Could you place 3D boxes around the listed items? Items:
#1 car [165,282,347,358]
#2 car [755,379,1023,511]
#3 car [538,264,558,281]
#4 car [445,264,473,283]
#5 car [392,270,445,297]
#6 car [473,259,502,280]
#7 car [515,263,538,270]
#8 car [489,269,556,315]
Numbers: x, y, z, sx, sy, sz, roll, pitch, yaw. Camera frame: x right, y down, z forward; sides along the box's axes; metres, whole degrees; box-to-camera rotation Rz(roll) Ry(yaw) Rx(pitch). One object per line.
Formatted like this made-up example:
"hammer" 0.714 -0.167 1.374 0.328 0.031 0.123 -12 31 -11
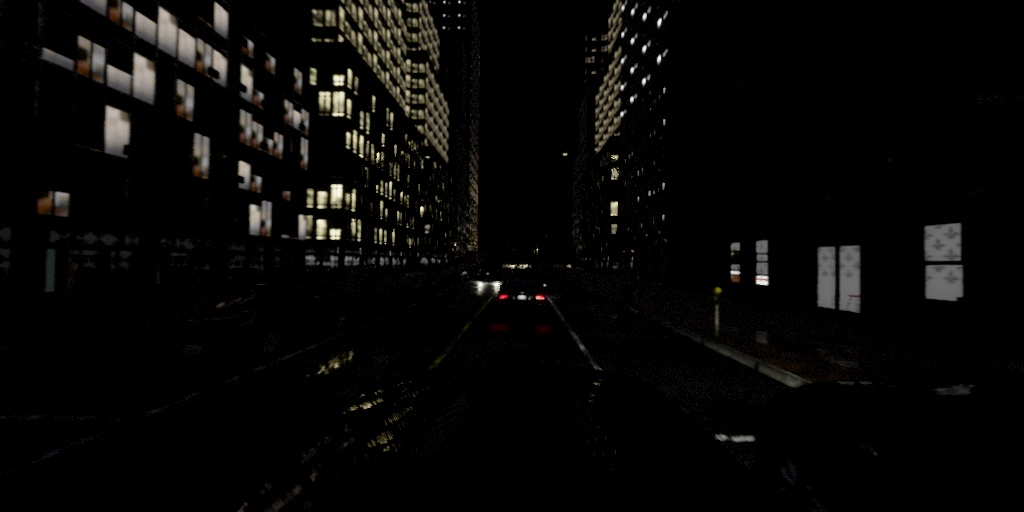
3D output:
"car" -5.578 1.307 8.512 1.948 1.339 4.313 0 0 2
"car" 3.020 1.141 1.081 2.097 1.767 4.553 1 -1 2
"car" 3.645 1.756 36.696 1.948 1.339 4.313 0 0 2
"car" -4.901 1.552 31.270 2.007 1.370 4.403 0 0 2
"car" -5.239 1.454 19.889 1.802 1.307 4.207 0 0 2
"car" -2.123 1.313 35.546 2.150 2.045 5.566 1 -1 2
"car" 0.951 1.599 32.867 2.128 1.511 4.902 1 -1 2
"car" 0.398 1.445 14.353 2.033 1.411 5.357 1 -1 2
